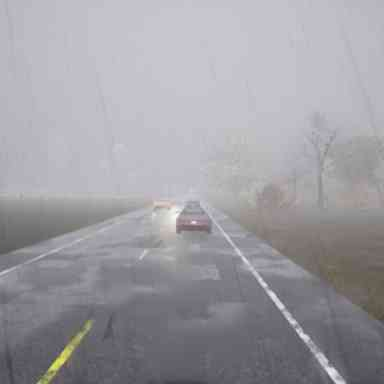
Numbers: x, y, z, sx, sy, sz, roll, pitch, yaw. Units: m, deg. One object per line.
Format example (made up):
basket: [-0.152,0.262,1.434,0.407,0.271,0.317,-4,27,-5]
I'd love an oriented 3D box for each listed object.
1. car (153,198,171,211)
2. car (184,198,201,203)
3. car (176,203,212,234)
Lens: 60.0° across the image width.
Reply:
car: [-3.592,1.481,40.281,1.882,1.535,5.008,0,0,0]
car: [0.096,1.494,41.329,2.128,1.511,4.902,0,0,0]
car: [0.097,1.565,19.435,1.994,1.385,4.181,0,0,0]
